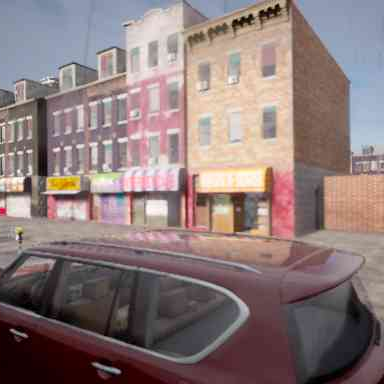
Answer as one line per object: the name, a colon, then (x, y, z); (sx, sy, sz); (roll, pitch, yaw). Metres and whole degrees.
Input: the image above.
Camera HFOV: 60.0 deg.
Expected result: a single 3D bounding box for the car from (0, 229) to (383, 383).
car: (-0.741, 1.319, 3.349); (5.009, 1.841, 2.192); (0, -1, 36)
